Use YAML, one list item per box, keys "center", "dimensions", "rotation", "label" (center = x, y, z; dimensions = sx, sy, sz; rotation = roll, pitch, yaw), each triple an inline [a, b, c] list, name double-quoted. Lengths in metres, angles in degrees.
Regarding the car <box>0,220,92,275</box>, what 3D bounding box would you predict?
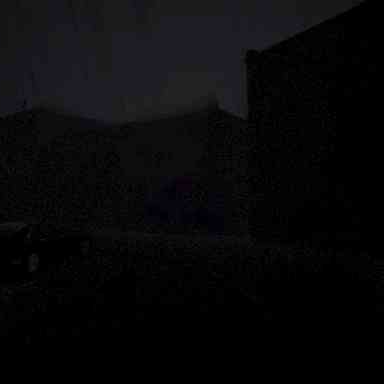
- center: [-5.163, 1.673, 11.163]
  dimensions: [2.231, 1.521, 4.892]
  rotation: [0, -1, 12]
  label: "car"
